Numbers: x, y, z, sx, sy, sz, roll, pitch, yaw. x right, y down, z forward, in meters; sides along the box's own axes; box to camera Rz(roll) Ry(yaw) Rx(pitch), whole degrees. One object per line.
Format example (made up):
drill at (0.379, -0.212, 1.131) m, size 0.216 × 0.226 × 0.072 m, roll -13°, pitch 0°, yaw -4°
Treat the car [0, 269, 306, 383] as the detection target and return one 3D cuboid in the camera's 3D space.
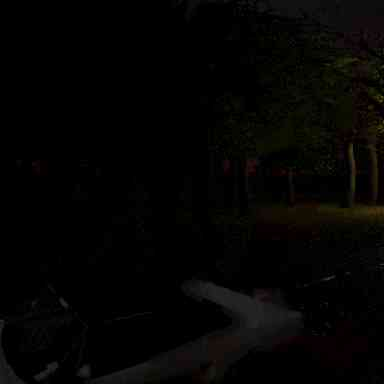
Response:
car at (-1.094, 1.597, 3.212) m, size 4.718 × 1.301 × 1.895 m, roll 0°, pitch 0°, yaw -35°
